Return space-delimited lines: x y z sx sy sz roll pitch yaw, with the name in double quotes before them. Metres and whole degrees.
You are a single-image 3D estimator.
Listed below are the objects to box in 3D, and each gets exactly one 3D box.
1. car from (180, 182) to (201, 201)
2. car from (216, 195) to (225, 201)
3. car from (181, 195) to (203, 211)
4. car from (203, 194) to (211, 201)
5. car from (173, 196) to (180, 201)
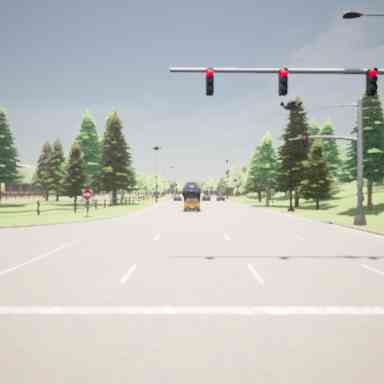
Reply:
"car" 0.000 0.045 40.139 2.097 1.767 4.553 1 -16 2
"car" 6.992 1.547 81.392 2.128 1.511 4.902 0 0 0
"car" -0.004 1.488 39.945 1.882 1.535 5.008 0 0 0
"car" 3.492 1.377 81.361 2.097 1.767 4.553 0 0 0
"car" -3.508 1.574 81.357 1.994 1.385 4.181 0 0 0
